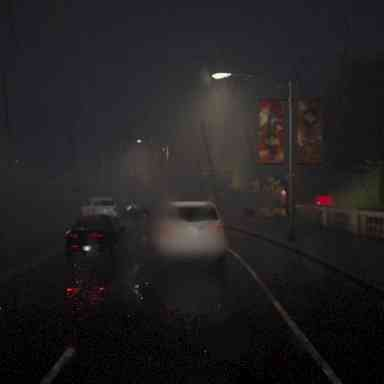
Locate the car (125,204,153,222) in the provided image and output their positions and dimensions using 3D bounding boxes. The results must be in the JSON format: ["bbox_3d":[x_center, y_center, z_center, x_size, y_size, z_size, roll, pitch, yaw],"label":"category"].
[{"bbox_3d":[-5.105,1.806,29.946,2.128,1.511,4.902,0,-1,-28],"label":"car"}]

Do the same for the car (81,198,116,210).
[{"bbox_3d":[-7.816,1.514,27.652,2.150,2.045,5.566,0,0,-27],"label":"car"}]

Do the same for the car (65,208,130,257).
[{"bbox_3d":[-3.780,1.650,13.608,1.837,1.490,4.892,0,0,-6],"label":"car"}]

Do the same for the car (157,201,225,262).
[{"bbox_3d":[-0.162,1.360,12.866,2.150,2.045,5.566,0,0,-5],"label":"car"}]
